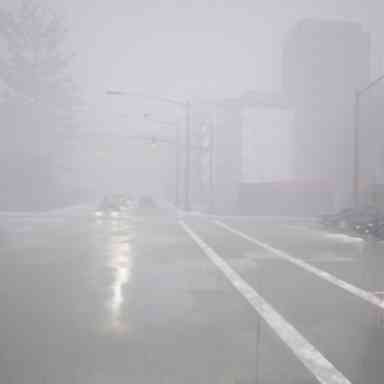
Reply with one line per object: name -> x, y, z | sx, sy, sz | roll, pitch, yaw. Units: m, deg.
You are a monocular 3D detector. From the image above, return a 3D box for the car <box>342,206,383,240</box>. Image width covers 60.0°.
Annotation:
car -> 10.438, 1.652, 17.244 | 4.181, 1.385, 1.994 | 1, 0, -7

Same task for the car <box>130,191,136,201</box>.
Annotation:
car -> -11.416, 0.918, 57.973 | 1.994, 1.385, 4.181 | 1, 0, -7

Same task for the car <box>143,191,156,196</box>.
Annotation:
car -> -11.829, 0.360, 92.236 | 1.853, 1.218, 4.536 | 1, 1, -28

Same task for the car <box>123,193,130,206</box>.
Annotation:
car -> -9.559, 0.977, 43.355 | 1.882, 1.535, 5.008 | 1, 1, -7

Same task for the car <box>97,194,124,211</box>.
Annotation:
car -> -8.331, 1.120, 33.835 | 1.812, 1.442, 4.674 | 1, 0, -7

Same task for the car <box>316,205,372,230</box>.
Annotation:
car -> 10.262, 1.562, 20.755 | 4.892, 1.490, 1.837 | 1, 0, -8

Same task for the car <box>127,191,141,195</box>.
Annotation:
car -> -15.954, 0.307, 92.007 | 1.853, 1.218, 4.536 | 1, 0, 17

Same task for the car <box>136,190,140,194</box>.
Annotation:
car -> -15.971, 0.465, 91.958 | 2.038, 1.542, 4.974 | 1, 0, 17

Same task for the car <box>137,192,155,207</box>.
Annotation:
car -> -5.538, 1.099, 40.847 | 1.812, 1.442, 4.674 | 1, 0, -7
